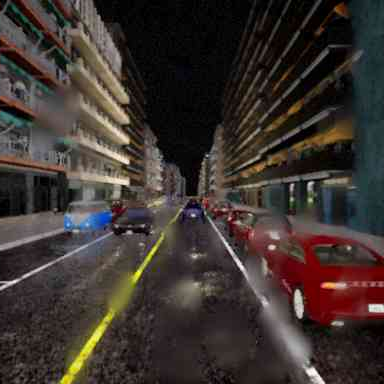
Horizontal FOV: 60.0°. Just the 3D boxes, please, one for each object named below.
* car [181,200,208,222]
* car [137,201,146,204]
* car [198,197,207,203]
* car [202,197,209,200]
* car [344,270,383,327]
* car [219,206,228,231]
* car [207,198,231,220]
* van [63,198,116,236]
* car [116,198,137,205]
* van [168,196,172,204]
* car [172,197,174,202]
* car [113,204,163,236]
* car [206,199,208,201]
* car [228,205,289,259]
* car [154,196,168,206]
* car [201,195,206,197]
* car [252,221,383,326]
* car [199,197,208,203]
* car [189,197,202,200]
[{"bbox_3d":[0.104,1.627,27.504,1.812,1.442,4.674,0,-1,0],"label":"car"},{"bbox_3d":[-5.687,1.686,35.408,1.887,1.381,4.507,0,0,0],"label":"car"},{"bbox_3d":[2.698,2.000,86.339,2.008,1.369,4.403,0,0,0],"label":"car"},{"bbox_3d":[2.695,1.743,46.709,1.887,1.381,4.507,0,0,0],"label":"car"},{"bbox_3d":[2.691,1.555,1.416,2.008,1.369,4.403,0,0,0],"label":"car"},{"bbox_3d":[2.692,1.641,18.402,1.802,1.307,4.206,0,0,0],"label":"car"},{"bbox_3d":[2.692,1.551,29.722,1.967,1.590,4.097,0,0,0],"label":"car"},{"bbox_3d":[-5.688,1.401,18.425,1.690,1.788,3.998,0,0,0],"label":"van"},{"bbox_3d":[-5.689,1.400,24.085,2.192,1.841,5.009,0,0,0],"label":"car"},{"bbox_3d":[-5.685,1.672,69.381,1.690,1.788,3.998,0,0,0],"label":"van"},{"bbox_3d":[-5.683,1.890,86.365,1.967,1.590,4.097,0,0,0],"label":"car"},{"bbox_3d":[-3.085,1.610,19.065,2.033,1.411,5.357,0,0,0],"label":"car"},{"bbox_3d":[2.693,1.667,35.554,1.752,1.417,4.829,0,0,0],"label":"car"},{"bbox_3d":[2.691,1.480,12.739,1.967,1.590,4.097,0,0,0],"label":"car"},{"bbox_3d":[-5.685,1.785,57.886,1.752,1.417,4.829,0,0,0],"label":"car"},{"bbox_3d":[2.695,1.786,58.203,1.752,1.417,4.829,0,0,0],"label":"car"},{"bbox_3d":[2.691,1.566,7.079,1.887,1.381,4.507,0,0,0],"label":"car"},{"bbox_3d":[2.698,1.960,80.678,2.008,1.369,4.403,0,0,0],"label":"car"},{"bbox_3d":[0.106,1.719,45.739,1.812,1.442,4.674,0,0,0],"label":"car"}]
